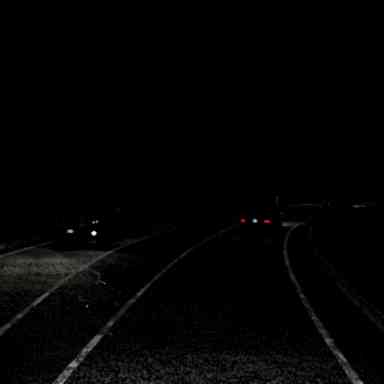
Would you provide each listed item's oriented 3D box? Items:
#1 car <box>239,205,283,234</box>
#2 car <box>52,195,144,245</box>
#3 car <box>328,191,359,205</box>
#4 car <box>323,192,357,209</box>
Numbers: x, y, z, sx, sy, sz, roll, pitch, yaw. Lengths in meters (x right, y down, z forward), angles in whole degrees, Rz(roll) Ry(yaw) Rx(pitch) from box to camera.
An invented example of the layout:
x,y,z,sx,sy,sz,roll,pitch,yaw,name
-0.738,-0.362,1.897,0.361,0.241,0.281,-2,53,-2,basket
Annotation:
x,y,z,sx,sy,sz,roll,pitch,yaw,name
3.999,1.470,18.860,2.033,1.411,5.357,0,0,20,car
-4.134,1.177,15.749,2.150,2.045,5.566,0,0,14,car
21.447,0.782,47.116,4.553,1.767,2.097,-2,1,-37,car
16.632,1.094,37.971,2.128,1.511,4.902,-1,1,44,car
